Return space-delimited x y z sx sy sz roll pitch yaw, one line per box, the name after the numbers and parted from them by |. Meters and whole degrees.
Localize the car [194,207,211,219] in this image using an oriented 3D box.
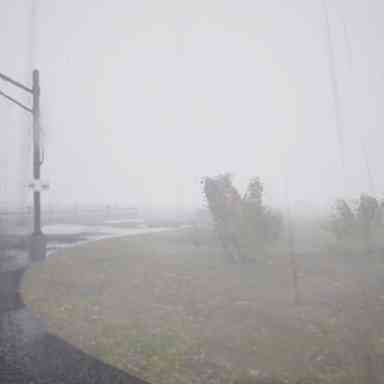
2.353 1.826 31.464 2.033 1.411 5.357 -1 -1 36 | car

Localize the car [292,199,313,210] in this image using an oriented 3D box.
17.566 1.919 52.641 2.097 1.767 4.553 -1 -1 36 | car
